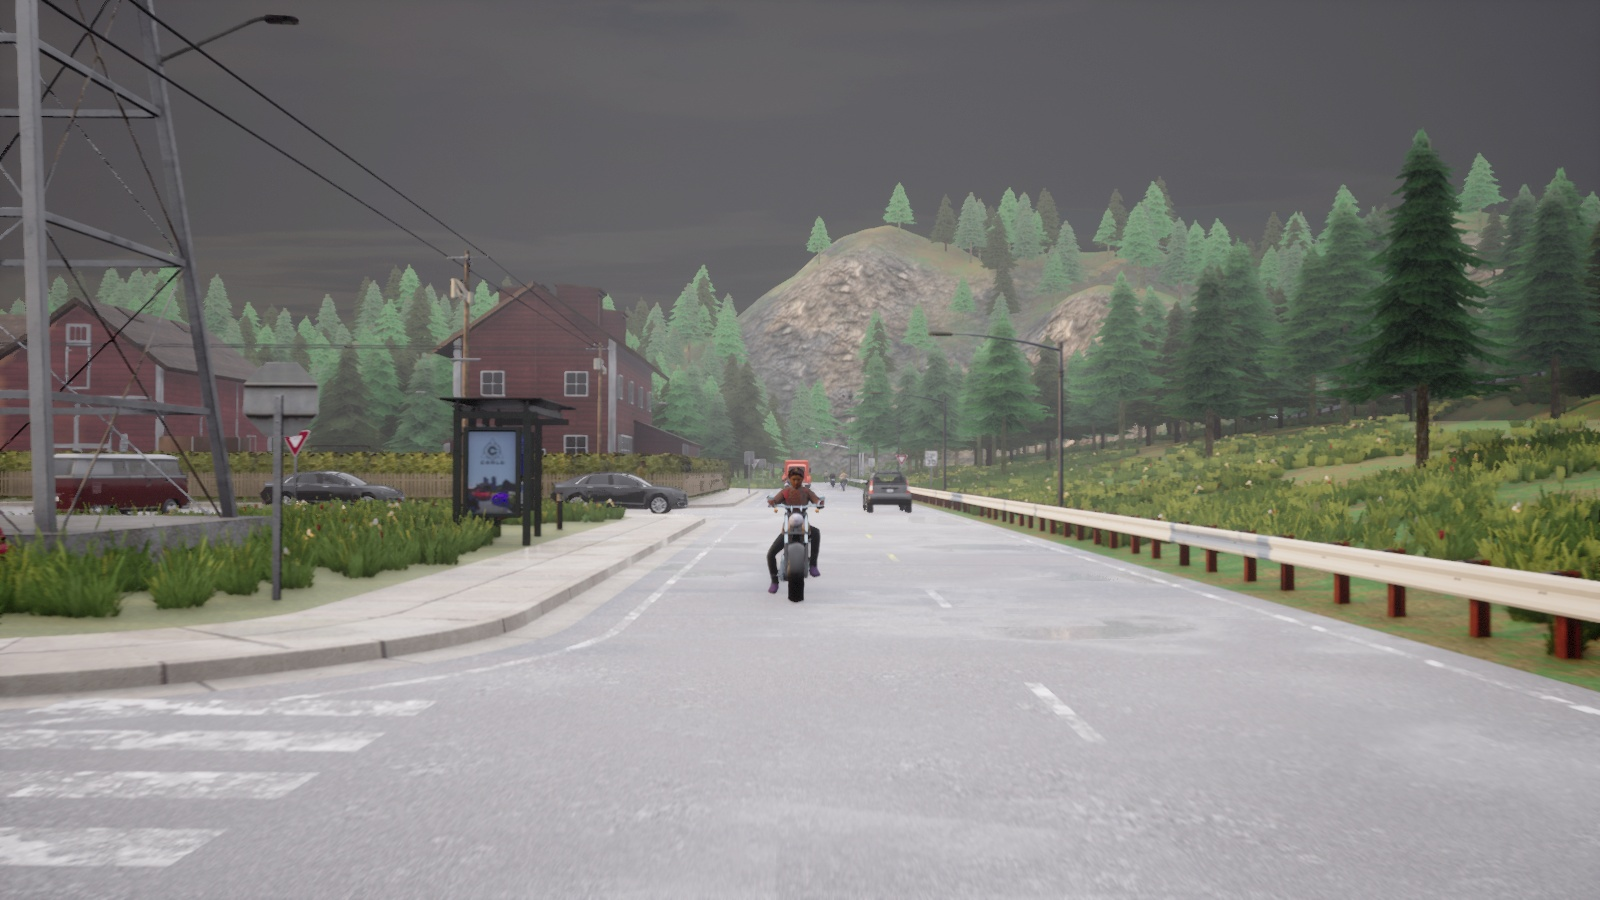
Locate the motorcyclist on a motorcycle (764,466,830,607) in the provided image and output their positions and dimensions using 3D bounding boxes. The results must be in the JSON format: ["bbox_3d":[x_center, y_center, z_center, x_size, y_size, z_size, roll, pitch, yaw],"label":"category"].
[{"bbox_3d":[-0.039,1.031,15.917,0.766,1.649,2.350,0,-1,0],"label":"motorcyclist on a motorcycle"}]

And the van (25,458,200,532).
[{"bbox_3d":[-19.561,1.247,35.959,1.775,1.987,4.442,-1,-1,16],"label":"van"}]

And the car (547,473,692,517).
[{"bbox_3d":[-6.386,1.594,44.796,4.892,1.490,1.837,0,-1,-1],"label":"car"}]

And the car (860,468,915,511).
[{"bbox_3d":[3.380,1.524,49.276,1.851,1.617,3.988,0,-1,0],"label":"car"}]

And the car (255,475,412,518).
[{"bbox_3d":[-16.542,1.633,44.671,4.892,1.490,1.837,0,-1,-1],"label":"car"}]
